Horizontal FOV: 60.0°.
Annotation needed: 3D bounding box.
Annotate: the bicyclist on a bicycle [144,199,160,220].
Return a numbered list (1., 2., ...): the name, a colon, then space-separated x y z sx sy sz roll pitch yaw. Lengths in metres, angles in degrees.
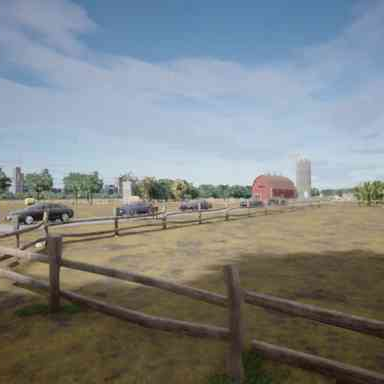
1. bicyclist on a bicycle: -3.160 1.415 26.297 1.656 1.620 0.582 0 0 35

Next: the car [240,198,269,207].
1. car: 8.873 1.602 48.553 2.033 1.411 5.357 -2 -1 36

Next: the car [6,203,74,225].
1. car: -11.339 1.597 25.100 1.837 1.490 4.892 -2 -1 35

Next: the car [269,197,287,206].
1. car: 14.574 1.608 56.669 1.837 1.490 4.892 -2 -2 35

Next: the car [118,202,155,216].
1. car: -5.601 1.669 33.179 1.994 1.385 4.181 -2 -1 35

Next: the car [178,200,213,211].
1. car: 0.552 1.667 41.831 2.033 1.411 5.357 -2 -1 36
